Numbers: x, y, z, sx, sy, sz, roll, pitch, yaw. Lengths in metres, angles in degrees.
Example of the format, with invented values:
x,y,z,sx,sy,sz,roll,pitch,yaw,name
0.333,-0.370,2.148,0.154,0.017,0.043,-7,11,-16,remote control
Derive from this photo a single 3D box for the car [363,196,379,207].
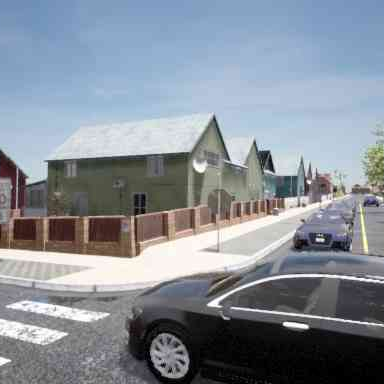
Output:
x,y,z,sx,sy,sz,roll,pitch,yaw,name
28.094,1.361,52.206,2.097,1.767,4.553,0,0,27,car

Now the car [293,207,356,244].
x,y,z,sx,sy,sz,roll,pitch,yaw,name
5.579,1.568,13.881,1.994,1.385,4.181,0,0,27,car

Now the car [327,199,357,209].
x,y,z,sx,sy,sz,roll,pitch,yaw,name
9.711,1.498,22.079,2.128,1.511,4.902,0,0,27,car

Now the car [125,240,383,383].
x,y,z,sx,sy,sz,roll,pitch,yaw,name
1.453,1.522,4.034,4.892,1.490,1.837,0,0,26,car
